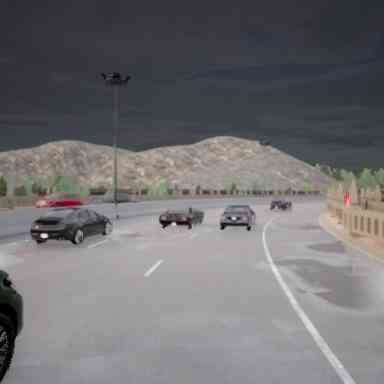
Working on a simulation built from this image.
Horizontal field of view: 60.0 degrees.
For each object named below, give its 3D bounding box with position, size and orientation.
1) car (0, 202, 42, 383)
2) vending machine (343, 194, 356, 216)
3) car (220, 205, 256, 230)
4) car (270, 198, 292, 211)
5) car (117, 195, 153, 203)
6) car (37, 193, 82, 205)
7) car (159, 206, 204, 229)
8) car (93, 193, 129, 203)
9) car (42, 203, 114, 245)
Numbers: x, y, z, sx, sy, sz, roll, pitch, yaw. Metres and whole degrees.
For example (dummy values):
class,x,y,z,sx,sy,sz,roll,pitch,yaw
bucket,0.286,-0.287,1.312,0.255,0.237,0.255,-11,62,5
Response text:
class,x,y,z,sx,sy,sz,roll,pitch,yaw
car,-3.286,1.203,1.905,2.150,2.045,5.566,0,0,2
vending machine,14.848,1.211,31.458,1.100,2.100,0.880,0,0,24
car,2.999,1.526,21.101,2.033,1.411,5.357,0,0,15
car,11.024,1.487,40.922,1.837,1.490,4.892,0,0,28
car,-6.057,1.399,38.148,2.128,1.511,4.902,0,0,23
car,-14.320,1.096,36.239,2.150,2.045,5.566,0,0,20
car,-0.506,1.562,21.373,1.895,1.301,4.718,0,0,14
car,-9.352,1.113,39.382,2.150,2.045,5.566,0,0,23
car,-5.334,1.454,15.333,1.837,1.490,4.892,0,0,10
